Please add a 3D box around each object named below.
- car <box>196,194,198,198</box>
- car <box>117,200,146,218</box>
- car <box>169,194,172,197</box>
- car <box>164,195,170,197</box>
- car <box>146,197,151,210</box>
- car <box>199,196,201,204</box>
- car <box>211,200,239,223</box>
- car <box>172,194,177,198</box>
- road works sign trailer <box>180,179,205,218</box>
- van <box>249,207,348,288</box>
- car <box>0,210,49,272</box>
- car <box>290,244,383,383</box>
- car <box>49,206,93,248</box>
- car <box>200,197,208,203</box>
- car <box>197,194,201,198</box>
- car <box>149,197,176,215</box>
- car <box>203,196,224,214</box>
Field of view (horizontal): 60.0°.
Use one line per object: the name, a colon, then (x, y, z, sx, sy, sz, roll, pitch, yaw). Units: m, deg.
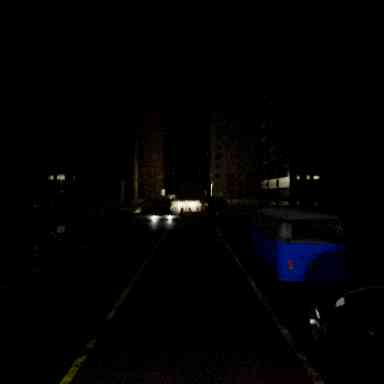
car: (2.688, 1.800, 82.378, 1.887, 1.381, 4.507, 0, 0, 0)
car: (-5.858, 1.632, 31.441, 1.752, 1.417, 4.829, 0, 0, 1)
car: (-5.841, 1.672, 71.126, 1.967, 1.590, 4.097, 0, 0, 0)
car: (-5.842, 1.801, 65.485, 1.802, 1.307, 4.206, 0, 0, 0)
car: (-5.849, 1.678, 42.754, 1.752, 1.417, 4.829, 0, 0, 0)
car: (2.682, 1.757, 59.821, 2.008, 1.369, 4.403, 0, 0, 0)
car: (2.674, 1.611, 26.194, 1.752, 1.417, 4.829, 0, 0, 1)
car: (-5.836, 1.832, 88.045, 1.947, 1.339, 4.313, 0, 0, 0)
road works sign trailer: (0.008, 0.572, 31.732, 2.380, 3.560, 2.880, 0, 0, 0)
van: (2.669, 1.364, 9.070, 1.690, 1.788, 3.998, 0, 0, 0)
car: (-5.856, 1.463, 9.087, 1.967, 1.590, 4.097, 0, 0, 0)
car: (2.668, 1.574, 3.430, 1.947, 1.339, 4.313, 0, 0, 0)
car: (-5.855, 1.481, 14.725, 1.967, 1.590, 4.097, 0, 0, 0)
car: (2.687, 1.825, 76.739, 1.802, 1.307, 4.206, 0, 0, 0)
car: (2.685, 1.672, 71.099, 1.967, 1.590, 4.097, 0, 0, 0)
car: (-3.086, 1.604, 35.920, 1.882, 1.535, 5.008, 0, 0, 0)
car: (2.676, 1.447, 37.262, 2.192, 1.841, 5.009, 0, 0, 0)
